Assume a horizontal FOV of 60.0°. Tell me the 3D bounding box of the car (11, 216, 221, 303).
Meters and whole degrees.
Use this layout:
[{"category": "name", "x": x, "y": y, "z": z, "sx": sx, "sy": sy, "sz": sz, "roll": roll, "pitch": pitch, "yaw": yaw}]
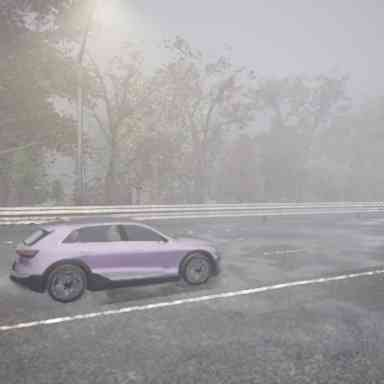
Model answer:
[{"category": "car", "x": -1.623, "y": 1.416, "z": 8.055, "sx": 4.856, "sy": 1.649, "sz": 2.033, "roll": 0, "pitch": 0, "yaw": -25}]
